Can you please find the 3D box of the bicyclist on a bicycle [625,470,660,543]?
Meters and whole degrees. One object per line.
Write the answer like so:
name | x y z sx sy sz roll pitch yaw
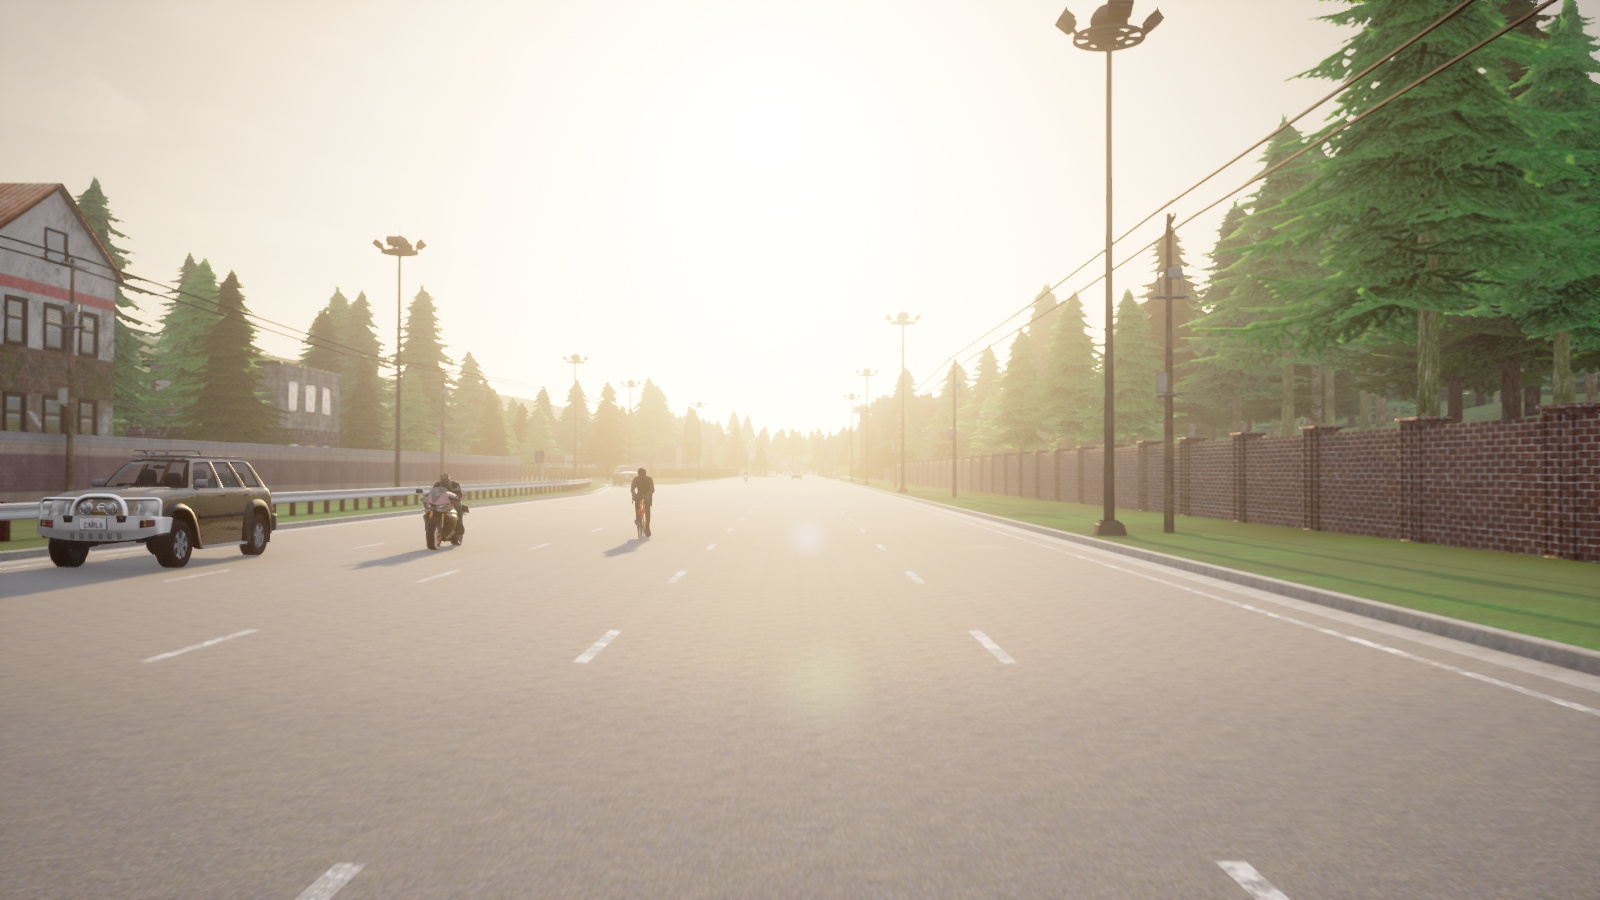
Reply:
bicyclist on a bicycle | -3.569 1.260 28.565 0.582 1.620 1.656 0 -1 0

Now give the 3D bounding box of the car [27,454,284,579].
car | -10.551 1.025 21.013 1.932 1.855 4.605 0 -1 0

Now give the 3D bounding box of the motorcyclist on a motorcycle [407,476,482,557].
motorcyclist on a motorcycle | -7.060 1.297 25.056 0.866 1.530 2.191 0 -1 0
